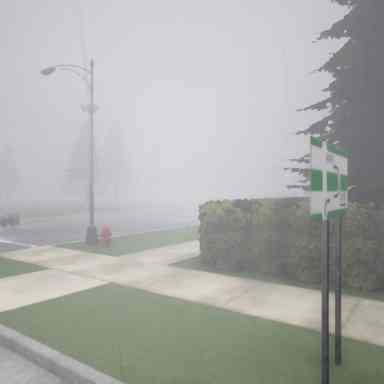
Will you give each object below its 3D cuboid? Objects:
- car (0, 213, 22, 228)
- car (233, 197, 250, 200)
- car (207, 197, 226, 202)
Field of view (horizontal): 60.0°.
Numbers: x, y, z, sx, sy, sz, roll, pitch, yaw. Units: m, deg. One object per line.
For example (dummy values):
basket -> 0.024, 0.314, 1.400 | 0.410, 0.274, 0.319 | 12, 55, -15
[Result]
car -> -12.744, 1.601, 19.628 | 1.895, 1.301, 4.718 | 0, 0, 36
car -> 7.248, 1.478, 47.330 | 1.882, 1.535, 5.008 | 0, 0, 36
car -> 4.137, 1.478, 49.005 | 1.882, 1.535, 5.008 | 0, 0, 37
